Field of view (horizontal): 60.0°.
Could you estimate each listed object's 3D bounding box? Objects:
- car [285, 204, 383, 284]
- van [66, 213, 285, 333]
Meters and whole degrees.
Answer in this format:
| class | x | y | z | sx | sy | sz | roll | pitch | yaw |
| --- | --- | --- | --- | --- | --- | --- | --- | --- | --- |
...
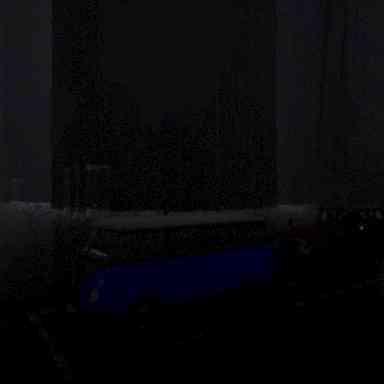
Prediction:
| class | x | y | z | sx | sy | sz | roll | pitch | yaw |
| --- | --- | --- | --- | --- | --- | --- | --- | --- | --- |
| car | 4.400 | 1.313 | 9.786 | 5.009 | 1.841 | 2.192 | 0 | 0 | -36 |
| van | -0.222 | 1.339 | 6.489 | 3.998 | 1.788 | 1.690 | 0 | 0 | -35 |
